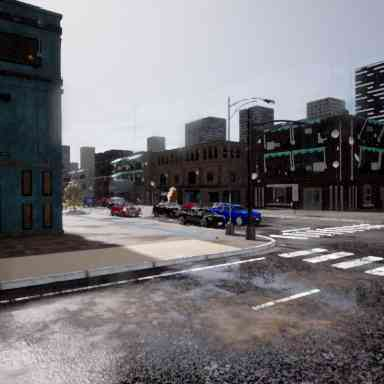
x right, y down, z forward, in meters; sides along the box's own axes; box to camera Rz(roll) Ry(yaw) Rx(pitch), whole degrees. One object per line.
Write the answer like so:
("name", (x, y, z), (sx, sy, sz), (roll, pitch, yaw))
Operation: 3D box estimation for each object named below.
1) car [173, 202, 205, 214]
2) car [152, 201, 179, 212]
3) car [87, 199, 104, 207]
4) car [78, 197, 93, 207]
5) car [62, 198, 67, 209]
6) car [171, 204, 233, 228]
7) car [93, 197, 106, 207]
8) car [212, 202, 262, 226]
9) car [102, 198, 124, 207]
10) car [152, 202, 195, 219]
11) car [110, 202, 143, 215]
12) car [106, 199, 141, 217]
("car", (-0.454, 1.904, 40.786), (1.802, 1.307, 4.206), (-2, 0, -35))
("car", (-3.661, 1.966, 45.297), (1.802, 1.307, 4.206), (-2, 0, -35))
("car", (-19.701, 2.227, 67.851), (1.887, 1.381, 4.507), (-1, 0, -35))
("car", (-20.551, 1.909, 64.586), (2.150, 2.045, 5.566), (-1, 0, -35))
("car", (-23.223, 2.233, 58.344), (1.752, 1.417, 4.829), (-1, 0, -35))
("car", (0.660, 1.814, 24.549), (1.947, 1.339, 4.313), (-2, 0, -35))
("car", (-16.498, 1.940, 63.340), (2.192, 1.841, 5.009), (-1, 0, -35))
("car", (3.187, 1.692, 25.685), (1.882, 1.535, 5.008), (-1, 0, -36))
("car", (-12.102, 2.093, 52.682), (1.994, 1.385, 4.181), (-1, 0, -34))
("car", (-2.212, 1.813, 33.282), (2.128, 1.511, 4.902), (-1, 0, -35))
("car", (-8.343, 1.989, 41.915), (2.033, 1.411, 5.357), (-1, 0, -35))
("car", (-7.285, 1.846, 35.928), (1.967, 1.590, 4.097), (-1, 0, -35))
